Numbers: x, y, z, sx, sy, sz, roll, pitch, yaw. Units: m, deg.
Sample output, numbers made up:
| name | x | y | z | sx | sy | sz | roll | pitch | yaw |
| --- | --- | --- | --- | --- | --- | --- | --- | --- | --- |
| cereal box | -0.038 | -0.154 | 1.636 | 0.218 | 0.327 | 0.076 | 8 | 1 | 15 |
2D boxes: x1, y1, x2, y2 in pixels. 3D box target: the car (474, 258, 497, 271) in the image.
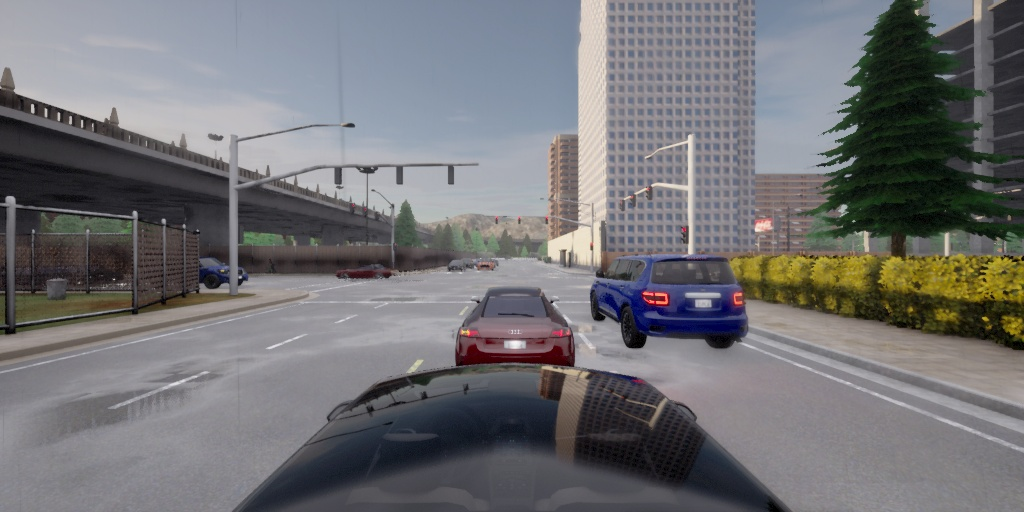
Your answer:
| name | x | y | z | sx | sy | sz | roll | pitch | yaw |
| --- | --- | --- | --- | --- | --- | --- | --- | --- | --- |
| car | -3.597 | 1.102 | 49.816 | 2.097 | 1.767 | 4.553 | 0 | 0 | 0 |

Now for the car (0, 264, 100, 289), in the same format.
| name | x | y | z | sx | sy | sz | roll | pitch | yaw |
| --- | --- | --- | --- | --- | --- | --- | --- | --- | --- |
| car | -30.548 | 1.353 | 23.139 | 5.357 | 1.411 | 2.033 | 0 | 0 | 0 |

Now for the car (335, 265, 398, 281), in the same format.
| name | x | y | z | sx | sy | sz | roll | pitch | yaw |
| --- | --- | --- | --- | --- | --- | --- | --- | --- | --- |
| car | -12.286 | 1.387 | 30.381 | 4.718 | 1.301 | 1.895 | -1 | 0 | 0 |

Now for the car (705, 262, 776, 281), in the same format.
| name | x | y | z | sx | sy | sz | roll | pitch | yaw |
| --- | --- | --- | --- | --- | --- | --- | --- | --- | --- |
| car | 19.301 | 1.310 | 30.455 | 4.892 | 1.490 | 1.837 | 0 | 0 | 0 |

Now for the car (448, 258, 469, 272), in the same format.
| name | x | y | z | sx | sy | sz | roll | pitch | yaw |
| --- | --- | --- | --- | --- | --- | --- | --- | --- | --- |
| car | -7.103 | 1.254 | 46.673 | 1.837 | 1.490 | 4.892 | 0 | 0 | 0 |

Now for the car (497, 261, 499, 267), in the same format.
| name | x | y | z | sx | sy | sz | roll | pitch | yaw |
| --- | --- | --- | --- | --- | --- | --- | --- | --- | --- |
| car | -3.595 | 1.241 | 58.888 | 2.128 | 1.511 | 4.902 | 0 | 0 | 0 |

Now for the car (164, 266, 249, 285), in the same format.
| name | x | y | z | sx | sy | sz | roll | pitch | yaw |
| --- | --- | --- | --- | --- | --- | --- | --- | --- | --- |
| car | -22.582 | 1.406 | 26.658 | 4.718 | 1.301 | 1.895 | 0 | 0 | 0 |

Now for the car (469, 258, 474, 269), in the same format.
| name | x | y | z | sx | sy | sz | roll | pitch | yaw |
| --- | --- | --- | --- | --- | --- | --- | --- | --- | --- |
| car | -7.101 | 1.102 | 55.557 | 2.097 | 1.767 | 4.553 | 0 | 0 | 0 |

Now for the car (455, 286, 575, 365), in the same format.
| name | x | y | z | sx | sy | sz | roll | pitch | yaw |
| --- | --- | --- | --- | --- | --- | --- | --- | --- | --- |
| car | 0.062 | 1.314 | 7.447 | 1.994 | 1.385 | 4.181 | 0 | 0 | 0 |

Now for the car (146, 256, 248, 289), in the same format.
| name | x | y | z | sx | sy | sz | roll | pitch | yaw |
| --- | --- | --- | --- | --- | --- | --- | --- | --- | --- |
| car | -20.327 | 1.028 | 23.163 | 5.566 | 2.045 | 2.150 | 0 | 0 | 0 |

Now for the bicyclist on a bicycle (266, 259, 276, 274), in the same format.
| name | x | y | z | sx | sy | sz | roll | pitch | yaw |
| --- | --- | --- | --- | --- | --- | --- | --- | --- | --- |
| bicyclist on a bicycle | -25.305 | 1.106 | 37.634 | 0.582 | 1.620 | 1.656 | 0 | 0 | 0 |

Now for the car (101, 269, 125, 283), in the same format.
| name | x | y | z | sx | sy | sz | roll | pitch | yaw |
| --- | --- | --- | --- | --- | --- | --- | --- | --- | --- |
| car | -32.204 | 1.353 | 26.635 | 5.357 | 1.411 | 2.033 | 0 | 0 | 0 |

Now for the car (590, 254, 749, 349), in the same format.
| name | x | y | z | sx | sy | sz | roll | pitch | yaw |
| --- | --- | --- | --- | --- | --- | --- | --- | --- | --- |
| car | 3.567 | 0.971 | 9.313 | 2.150 | 2.045 | 5.566 | 0 | 0 | 1 |
